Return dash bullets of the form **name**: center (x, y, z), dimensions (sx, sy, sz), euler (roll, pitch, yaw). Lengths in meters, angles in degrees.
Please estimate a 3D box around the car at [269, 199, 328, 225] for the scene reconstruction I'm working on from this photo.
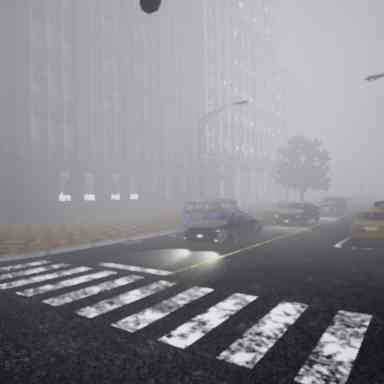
- **car**: center (7.428, 1.407, 22.921), dimensions (2.033, 1.411, 5.357), euler (-2, -1, 35)

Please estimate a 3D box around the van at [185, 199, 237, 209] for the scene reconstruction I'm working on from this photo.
- **van**: center (1.085, 1.298, 18.371), dimensions (1.690, 1.788, 3.998), euler (-1, 0, 35)

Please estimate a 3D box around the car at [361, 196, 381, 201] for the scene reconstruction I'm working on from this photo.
- **car**: center (10.927, 1.186, 18.470), dimensions (1.967, 1.590, 4.097), euler (-1, 0, 35)

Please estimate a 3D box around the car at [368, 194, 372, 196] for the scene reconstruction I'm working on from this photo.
- **car**: center (33.012, 1.242, 64.307), dimensions (1.887, 1.381, 4.507), euler (-1, 0, 35)

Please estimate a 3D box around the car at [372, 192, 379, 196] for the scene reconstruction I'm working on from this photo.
- **car**: center (39.397, 1.198, 73.494), dimensions (1.887, 1.381, 4.507), euler (-1, 0, 35)

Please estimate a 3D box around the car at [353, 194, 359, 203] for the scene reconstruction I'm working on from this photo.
- **car**: center (23.434, 1.319, 50.526), dimensions (2.008, 1.369, 4.403), euler (-1, 0, 35)

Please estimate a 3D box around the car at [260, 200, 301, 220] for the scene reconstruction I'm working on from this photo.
- **car**: center (7.376, 1.425, 27.418), dimensions (1.752, 1.417, 4.829), euler (-1, 0, 35)

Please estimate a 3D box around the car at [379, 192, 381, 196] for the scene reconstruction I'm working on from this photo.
- **car**: center (45.778, 0.926, 82.683), dimensions (2.192, 1.841, 5.009), euler (-1, -1, 35)

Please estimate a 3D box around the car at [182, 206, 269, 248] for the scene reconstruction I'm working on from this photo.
- **car**: center (1.413, 1.479, 14.273), dimensions (1.994, 1.385, 4.181), euler (-2, -1, 35)

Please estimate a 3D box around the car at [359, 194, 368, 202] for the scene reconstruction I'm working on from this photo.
- **car**: center (29.817, 1.161, 59.714), dimensions (1.967, 1.590, 4.097), euler (-1, 0, 35)

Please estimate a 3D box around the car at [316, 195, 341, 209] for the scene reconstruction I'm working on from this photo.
- **car**: center (17.048, 1.259, 41.339), dimensions (1.967, 1.590, 4.097), euler (-1, 0, 35)

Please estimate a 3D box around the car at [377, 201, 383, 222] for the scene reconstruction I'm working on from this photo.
- **car**: center (14.116, 1.300, 23.056), dimensions (1.802, 1.307, 4.206), euler (-1, 0, 35)

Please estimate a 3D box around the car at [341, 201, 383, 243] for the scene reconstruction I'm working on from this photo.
- **car**: center (7.838, 1.300, 14.024), dimensions (1.752, 1.417, 4.829), euler (-1, 0, 35)

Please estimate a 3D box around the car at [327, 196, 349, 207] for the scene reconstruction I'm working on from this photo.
- **car**: center (20.242, 1.338, 45.932), dimensions (1.887, 1.381, 4.507), euler (-1, 0, 35)

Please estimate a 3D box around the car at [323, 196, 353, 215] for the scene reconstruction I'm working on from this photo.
- **car**: center (13.265, 1.299, 31.305), dimensions (2.128, 1.511, 4.902), euler (-2, -1, 35)
